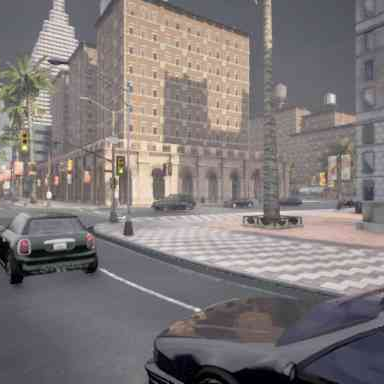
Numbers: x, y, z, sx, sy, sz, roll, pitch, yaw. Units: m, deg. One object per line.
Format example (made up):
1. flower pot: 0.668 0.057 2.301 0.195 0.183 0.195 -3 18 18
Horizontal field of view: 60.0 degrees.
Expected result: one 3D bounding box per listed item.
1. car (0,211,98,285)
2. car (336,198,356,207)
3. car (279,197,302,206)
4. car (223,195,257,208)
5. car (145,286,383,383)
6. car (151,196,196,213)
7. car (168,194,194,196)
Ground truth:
1. car: -4.491 1.351 9.892 2.097 1.767 4.553 0 0 -36
2. car: 24.112 1.599 50.550 4.718 1.301 1.895 0 0 -34
3. car: 15.362 1.545 53.362 5.357 1.411 2.033 0 0 -32
4. car: 6.609 1.503 47.620 4.892 1.490 1.837 0 0 -33
5. car: 2.092 1.548 2.590 5.357 1.411 2.033 0 0 37
6. car: -2.175 1.503 37.492 4.892 1.490 1.837 0 0 -33
7. car: -2.086 1.219 41.913 5.566 2.045 2.150 0 0 -33
